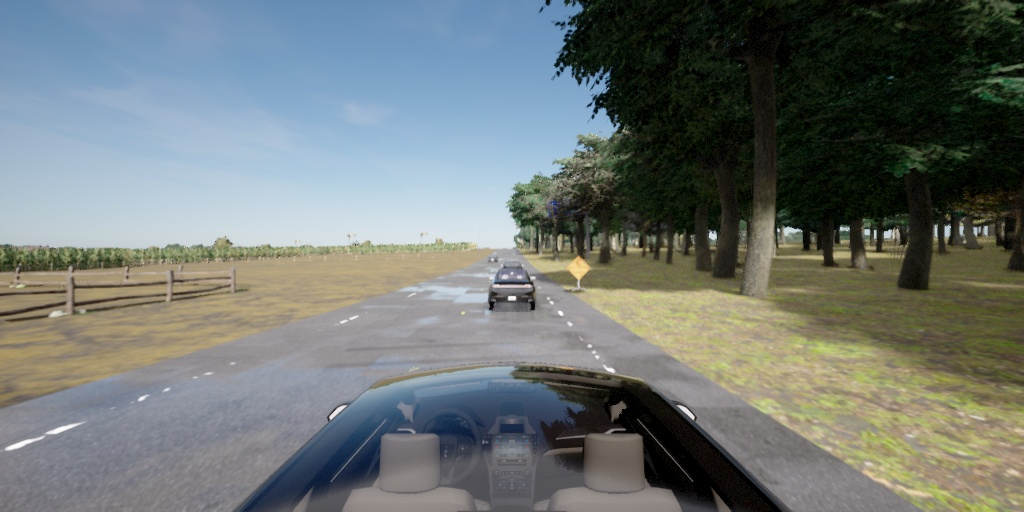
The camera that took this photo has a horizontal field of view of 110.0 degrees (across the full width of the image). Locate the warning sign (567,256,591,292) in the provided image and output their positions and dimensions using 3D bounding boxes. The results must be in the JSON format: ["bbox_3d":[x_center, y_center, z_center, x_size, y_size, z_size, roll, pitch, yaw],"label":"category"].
[{"bbox_3d":[3.546,0.911,19.045,1.300,1.860,1.060,0,0,0],"label":"warning sign"}]

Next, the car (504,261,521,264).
[{"bbox_3d":[0.023,1.175,31.038,1.882,1.535,5.008,0,1,1],"label":"car"}]

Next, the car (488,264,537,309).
[{"bbox_3d":[0.020,1.297,15.309,2.128,1.511,4.902,0,0,1],"label":"car"}]
